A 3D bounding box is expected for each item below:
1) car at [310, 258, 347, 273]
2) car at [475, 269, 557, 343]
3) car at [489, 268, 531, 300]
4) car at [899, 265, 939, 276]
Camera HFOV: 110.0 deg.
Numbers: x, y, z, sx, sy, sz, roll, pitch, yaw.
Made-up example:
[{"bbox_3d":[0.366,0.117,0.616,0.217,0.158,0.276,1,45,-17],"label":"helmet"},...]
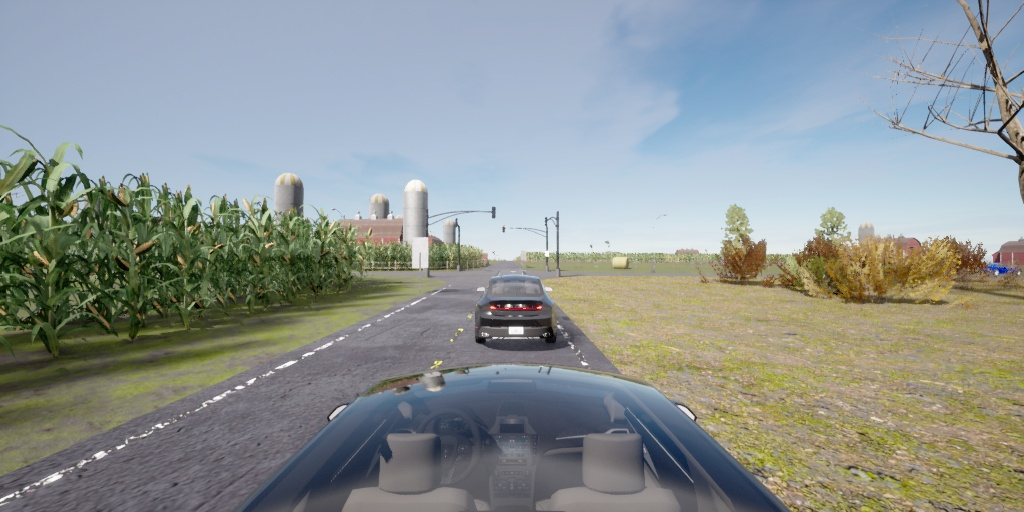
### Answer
[{"bbox_3d":[-19.832,0.930,37.646,4.553,1.767,2.097,0,-1,-3],"label":"car"},{"bbox_3d":[0.079,1.259,9.662,1.837,1.490,4.892,0,0,0],"label":"car"},{"bbox_3d":[0.031,1.360,18.813,1.895,1.301,4.718,0,0,4],"label":"car"},{"bbox_3d":[48.555,1.768,42.531,4.181,1.385,1.994,1,-1,-5],"label":"car"}]
